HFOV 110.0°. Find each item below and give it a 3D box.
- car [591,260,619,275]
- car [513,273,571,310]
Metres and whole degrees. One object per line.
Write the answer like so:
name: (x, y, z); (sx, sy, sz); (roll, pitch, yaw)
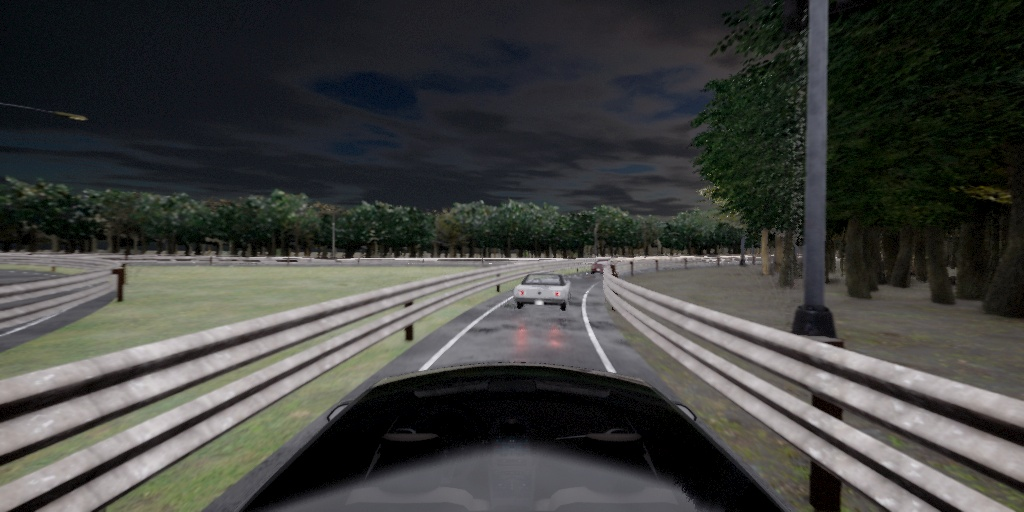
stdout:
car: (9.208, 1.087, 35.366); (1.812, 1.442, 4.674); (1, 1, 30)
car: (1.400, 1.321, 14.626); (1.895, 1.301, 4.718); (1, 0, 11)
